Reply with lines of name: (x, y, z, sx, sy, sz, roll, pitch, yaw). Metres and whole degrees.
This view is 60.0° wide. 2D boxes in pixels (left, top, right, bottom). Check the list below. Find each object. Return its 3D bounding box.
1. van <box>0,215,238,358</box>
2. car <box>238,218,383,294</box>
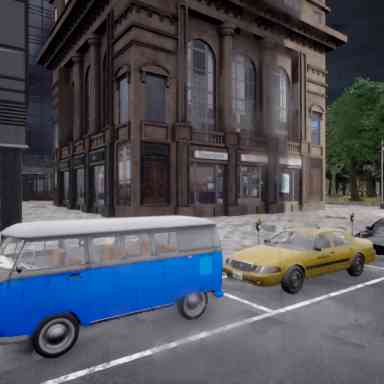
van: (-1.317, 1.341, 5.710, 3.998, 1.788, 1.690, 0, 0, -35)
car: (2.975, 1.525, 8.765, 4.829, 1.417, 1.752, 0, 0, -35)
